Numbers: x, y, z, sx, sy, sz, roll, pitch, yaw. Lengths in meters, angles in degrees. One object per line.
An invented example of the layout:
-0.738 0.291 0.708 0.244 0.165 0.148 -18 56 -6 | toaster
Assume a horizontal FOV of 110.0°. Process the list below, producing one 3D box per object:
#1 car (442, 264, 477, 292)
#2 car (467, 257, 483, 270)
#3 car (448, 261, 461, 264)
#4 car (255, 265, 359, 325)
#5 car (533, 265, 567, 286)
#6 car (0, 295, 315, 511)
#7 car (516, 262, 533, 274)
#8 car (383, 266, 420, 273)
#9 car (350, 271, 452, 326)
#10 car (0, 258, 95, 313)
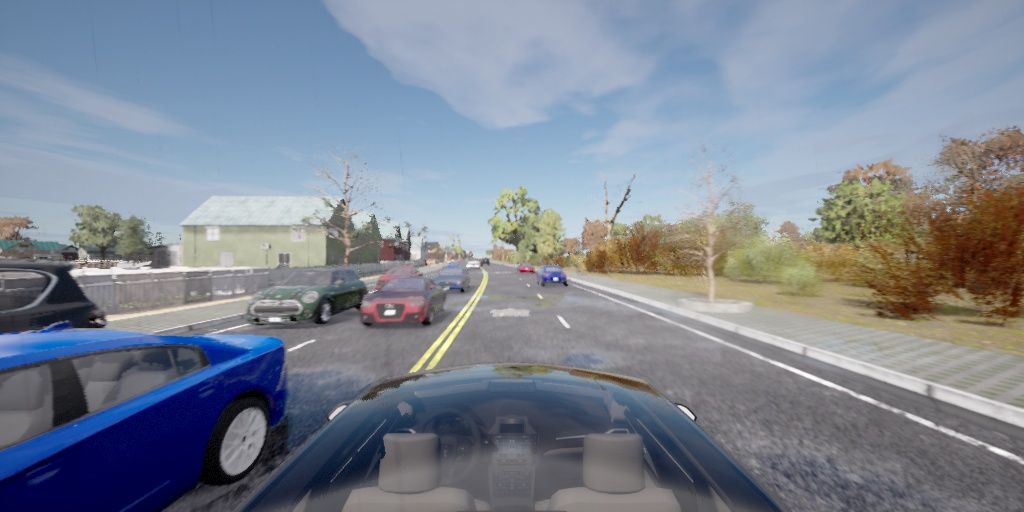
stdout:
-3.641 1.428 22.531 2.033 1.411 5.357 0 0 -1 | car
-6.556 1.305 61.492 2.150 2.045 5.566 0 0 -6 | car
-9.782 1.554 61.090 1.882 1.535 5.008 0 0 -6 | car
-6.686 1.209 12.289 2.097 1.767 4.553 0 0 -1 | car
2.823 1.373 26.130 1.812 1.442 4.674 0 0 -2 | car
-3.385 1.257 1.856 1.882 1.535 5.008 0 0 0 | car
1.625 1.505 45.540 1.994 1.385 4.181 0 0 -5 | car
-6.899 1.383 22.632 1.882 1.535 5.008 0 0 -2 | car
-3.431 1.393 11.993 1.994 1.385 4.181 0 0 -1 | car
-6.627 1.032 2.575 2.150 2.045 5.566 0 0 0 | car
